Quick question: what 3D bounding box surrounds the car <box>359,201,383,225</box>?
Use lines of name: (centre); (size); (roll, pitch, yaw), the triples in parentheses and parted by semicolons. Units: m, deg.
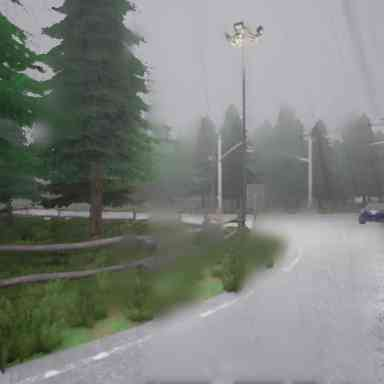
car: (14.156, 1.459, 24.386); (4.553, 1.767, 2.097); (0, 0, -42)
